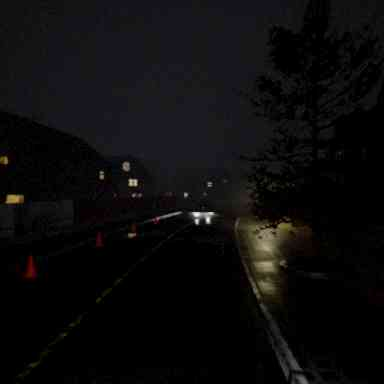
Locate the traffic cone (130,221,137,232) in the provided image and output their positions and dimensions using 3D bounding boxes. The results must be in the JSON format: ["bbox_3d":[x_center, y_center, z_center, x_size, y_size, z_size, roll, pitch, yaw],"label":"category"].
[{"bbox_3d":[-3.341,1.972,19.035,0.340,0.580,0.340,0,0,7],"label":"traffic cone"}]

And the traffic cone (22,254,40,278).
[{"bbox_3d":[-4.319,1.964,8.926,0.340,0.580,0.340,0,0,4],"label":"traffic cone"}]

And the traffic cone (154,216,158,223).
[{"bbox_3d":[-2.611,1.971,24.062,0.340,0.580,0.340,0,0,9],"label":"traffic cone"}]

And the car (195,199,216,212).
[{"bbox_3d":[1.615,1.555,38.424,1.994,1.385,4.181,0,0,12],"label":"car"}]
